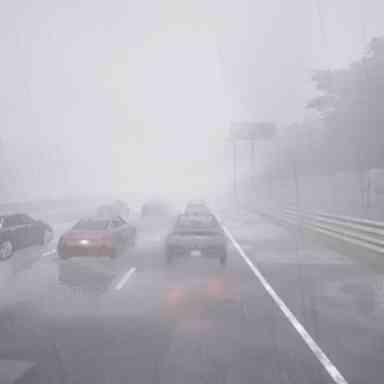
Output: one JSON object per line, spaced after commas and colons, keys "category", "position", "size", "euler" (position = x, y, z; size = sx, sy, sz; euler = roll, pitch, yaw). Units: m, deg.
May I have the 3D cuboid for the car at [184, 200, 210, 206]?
{"category": "car", "position": [0.419, 1.343, 26.714], "size": [2.128, 1.511, 4.902], "euler": [0, 1, 2]}

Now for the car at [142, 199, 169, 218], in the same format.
{"category": "car", "position": [-3.032, 1.306, 28.373], "size": [1.882, 1.535, 5.008], "euler": [0, 1, 2]}

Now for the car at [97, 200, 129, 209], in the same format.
{"category": "car", "position": [-6.554, 1.360, 27.787], "size": [1.812, 1.442, 4.674], "euler": [0, 1, 2]}

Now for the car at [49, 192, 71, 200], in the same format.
{"category": "car", "position": [-19.845, 0.864, 52.030], "size": [1.837, 1.490, 4.892], "euler": [0, 2, 3]}

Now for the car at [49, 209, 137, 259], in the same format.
{"category": "car", "position": [-3.334, 1.532, 12.423], "size": [1.994, 1.385, 4.181], "euler": [0, 0, 1]}

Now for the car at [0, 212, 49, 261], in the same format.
{"category": "car", "position": [-6.842, 1.474, 12.120], "size": [1.837, 1.490, 4.892], "euler": [0, 1, 1]}

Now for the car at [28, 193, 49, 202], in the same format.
{"category": "car", "position": [-23.359, 0.914, 51.780], "size": [2.033, 1.411, 5.357], "euler": [0, 1, 3]}

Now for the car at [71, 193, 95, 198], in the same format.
{"category": "car", "position": [-16.365, 0.917, 51.676], "size": [2.033, 1.411, 5.357], "euler": [0, 1, 3]}

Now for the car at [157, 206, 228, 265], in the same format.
{"category": "car", "position": [0.151, 1.464, 11.504], "size": [2.128, 1.511, 4.902], "euler": [0, 0, 1]}
